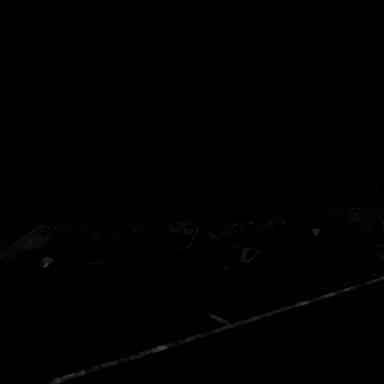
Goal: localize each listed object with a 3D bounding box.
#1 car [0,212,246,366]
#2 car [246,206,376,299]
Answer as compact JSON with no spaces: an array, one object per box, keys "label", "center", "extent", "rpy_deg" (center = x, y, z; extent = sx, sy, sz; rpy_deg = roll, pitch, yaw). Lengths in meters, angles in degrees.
[{"label":"car","center":[-1.763,1.314,5.389],"extent":[5.009,1.841,2.192],"rpy_deg":[0,0,-36]},{"label":"car","center":[2.802,1.312,8.647],"extent":[5.009,1.841,2.192],"rpy_deg":[0,0,-36]}]
